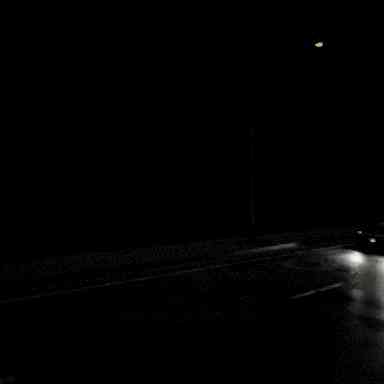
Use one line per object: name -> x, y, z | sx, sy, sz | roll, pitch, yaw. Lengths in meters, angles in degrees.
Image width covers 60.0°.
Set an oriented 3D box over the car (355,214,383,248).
car -> 8.715, 1.557, 13.897 | 4.674, 1.442, 1.812 | 0, 0, -35
